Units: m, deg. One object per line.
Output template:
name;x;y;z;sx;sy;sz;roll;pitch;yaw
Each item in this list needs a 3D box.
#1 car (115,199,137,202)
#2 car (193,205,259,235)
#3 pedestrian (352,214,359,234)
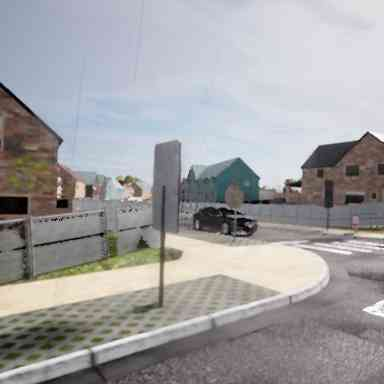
car;-6.869;1.706;37.269;2.097;1.767;4.553;2;-1;-21
car;1.791;1.552;18.994;1.837;1.490;4.892;2;-2;-29
pedestrian;8.895;1.706;18.072;0.500;1.100;0.500;2;-1;-31
